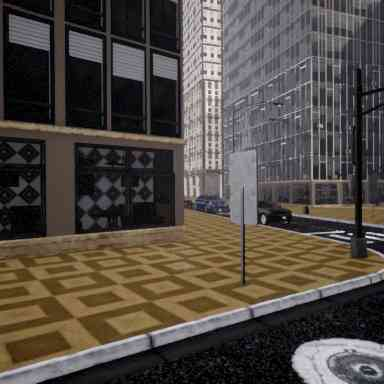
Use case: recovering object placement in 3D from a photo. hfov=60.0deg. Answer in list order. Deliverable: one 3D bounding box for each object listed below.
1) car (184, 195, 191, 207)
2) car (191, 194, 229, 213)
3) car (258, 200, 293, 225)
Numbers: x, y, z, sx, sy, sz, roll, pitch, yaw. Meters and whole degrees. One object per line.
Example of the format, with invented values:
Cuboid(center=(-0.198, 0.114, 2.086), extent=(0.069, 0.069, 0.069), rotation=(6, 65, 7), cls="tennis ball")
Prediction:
Cuboid(center=(-1.320, 1.094, 41.339), extent=(1.994, 1.385, 4.181), rotation=(-1, 1, -18), cls="car")
Cuboid(center=(1.831, 1.020, 31.918), extent=(2.097, 1.767, 4.553), rotation=(-1, 1, -19), cls="car")
Cuboid(center=(4.879, 1.278, 22.845), extent=(1.882, 1.535, 5.008), rotation=(-1, 1, -19), cls="car")
